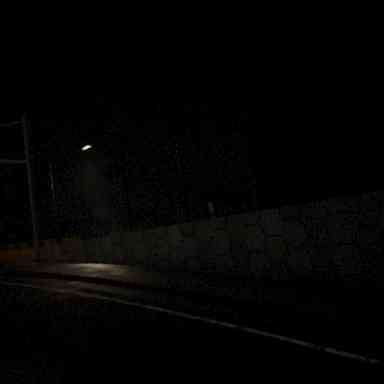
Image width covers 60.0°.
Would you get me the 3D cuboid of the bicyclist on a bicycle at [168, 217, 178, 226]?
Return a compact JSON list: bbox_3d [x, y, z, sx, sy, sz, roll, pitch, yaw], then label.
[{"bbox_3d":[-1.636,2.836,27.519,1.656,1.620,0.582,-13,-8,36],"label":"bicyclist on a bicycle"}]
